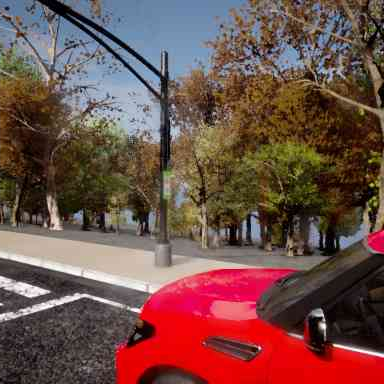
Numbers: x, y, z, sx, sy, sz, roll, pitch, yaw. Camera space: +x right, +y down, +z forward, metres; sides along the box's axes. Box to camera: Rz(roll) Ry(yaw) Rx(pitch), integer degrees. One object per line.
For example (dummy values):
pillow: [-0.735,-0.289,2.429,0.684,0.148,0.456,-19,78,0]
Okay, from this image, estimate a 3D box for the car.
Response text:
car: [1.984,1.222,2.298,5.566,2.045,2.150,0,0,34]
